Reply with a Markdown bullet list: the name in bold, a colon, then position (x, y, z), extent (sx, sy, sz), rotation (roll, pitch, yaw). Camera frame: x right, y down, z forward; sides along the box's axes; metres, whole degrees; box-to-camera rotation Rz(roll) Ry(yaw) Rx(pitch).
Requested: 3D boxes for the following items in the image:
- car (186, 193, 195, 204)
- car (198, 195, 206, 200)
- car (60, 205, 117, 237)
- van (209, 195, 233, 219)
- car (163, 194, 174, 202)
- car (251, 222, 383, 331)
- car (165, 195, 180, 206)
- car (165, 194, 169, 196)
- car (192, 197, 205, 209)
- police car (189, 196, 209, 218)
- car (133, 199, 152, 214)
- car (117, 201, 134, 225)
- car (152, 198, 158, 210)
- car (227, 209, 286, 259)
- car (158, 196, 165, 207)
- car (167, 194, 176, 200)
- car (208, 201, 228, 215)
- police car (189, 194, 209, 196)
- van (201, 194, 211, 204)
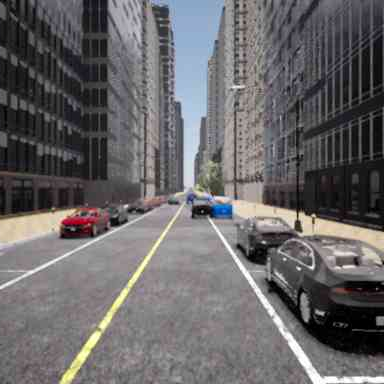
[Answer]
- **car**: position (-0.027, 1.288, 66.544), extent (2.150, 2.045, 5.566), rotation (0, 0, 0)
- **car**: position (2.650, 1.589, 92.253), extent (2.008, 1.369, 4.403), rotation (0, 0, 0)
- **car**: position (-5.701, 1.563, 18.190), extent (1.887, 1.381, 4.507), rotation (0, 0, 0)
- **van**: position (2.674, 1.367, 29.586), extent (1.690, 1.788, 3.998), rotation (0, 0, 0)
- **car**: position (-5.726, 1.357, 80.856), extent (2.192, 1.841, 5.009), rotation (0, 0, 0)
- **car**: position (2.684, 1.558, 6.799), extent (2.008, 1.369, 4.403), rotation (0, 0, 0)
- **car**: position (-3.082, 1.605, 57.396), extent (1.994, 1.385, 4.181), rotation (0, 0, 0)
- **car**: position (-5.720, 1.625, 63.766), extent (1.802, 1.307, 4.206), rotation (0, 0, 0)
- **car**: position (0.881, 1.493, 46.660), extent (1.801, 1.575, 5.366), rotation (0, 0, 0)
- **police car**: position (0.888, 1.452, 30.580), extent (1.930, 1.638, 5.238), rotation (0, 0, 0)
- **car**: position (-5.708, 1.596, 35.280), extent (1.947, 1.339, 4.313), rotation (0, 0, 0)
- **car**: position (-5.703, 1.588, 23.887), extent (1.947, 1.339, 4.313), rotation (0, 0, 0)
- **car**: position (-5.710, 1.579, 40.977), extent (1.887, 1.381, 4.507), rotation (0, 0, 0)
- **car**: position (2.681, 1.564, 12.496), extent (2.008, 1.369, 4.403), rotation (0, 0, 0)
- **car**: position (-5.715, 1.622, 52.372), extent (1.802, 1.307, 4.206), rotation (0, 0, 0)
- **car**: position (-5.731, 1.353, 92.250), extent (2.192, 1.841, 5.009), rotation (0, 0, 0)
- **car**: position (2.672, 1.612, 35.283), extent (1.802, 1.307, 4.206), rotation (0, 0, 0)
- **police car**: position (0.883, 1.459, 40.581), extent (1.930, 1.638, 5.238), rotation (0, 0, 0)
- **van**: position (2.660, 1.384, 63.768), extent (1.690, 1.788, 3.998), rotation (0, 0, 0)
